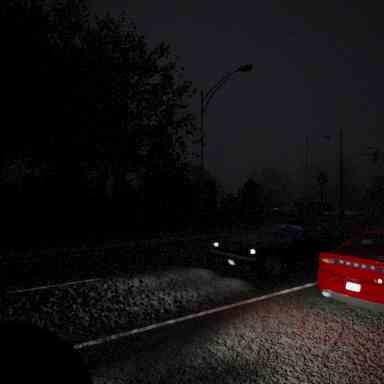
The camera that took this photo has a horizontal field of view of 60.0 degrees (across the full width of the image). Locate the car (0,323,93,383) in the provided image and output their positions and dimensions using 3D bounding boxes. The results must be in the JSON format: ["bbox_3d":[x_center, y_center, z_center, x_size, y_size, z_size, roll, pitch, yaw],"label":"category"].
[{"bbox_3d":[-2.969,1.492,1.636,4.902,1.511,2.128,0,0,-35],"label":"car"}]

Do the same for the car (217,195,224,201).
[{"bbox_3d":[3.925,1.455,56.649,1.812,1.442,4.674,0,1,-32],"label":"car"}]

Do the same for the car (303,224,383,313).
[{"bbox_3d":[4.783,1.478,7.136,5.008,1.535,1.882,0,0,-35],"label":"car"}]

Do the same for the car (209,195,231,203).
[{"bbox_3d":[5.645,1.353,67.409,1.812,1.442,4.674,0,1,-33],"label":"car"}]

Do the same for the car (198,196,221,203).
[{"bbox_3d":[3.344,1.446,64.521,1.895,1.301,4.718,0,1,-32],"label":"car"}]

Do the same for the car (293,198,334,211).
[{"bbox_3d":[14.476,1.478,39.839,1.882,1.535,5.008,0,0,-33],"label":"car"}]

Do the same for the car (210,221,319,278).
[{"bbox_3d":[2.869,1.601,10.321,4.718,1.301,1.895,0,0,-36],"label":"car"}]
